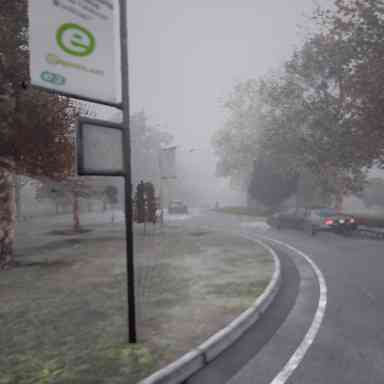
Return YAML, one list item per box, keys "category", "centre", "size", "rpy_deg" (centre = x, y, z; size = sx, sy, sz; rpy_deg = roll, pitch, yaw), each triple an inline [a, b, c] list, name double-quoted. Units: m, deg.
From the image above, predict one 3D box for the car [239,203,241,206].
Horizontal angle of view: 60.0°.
- category: "car"
  centre: [12.194, 3.902, 89.434]
  size: [2.150, 2.045, 5.566]
  rpy_deg: [-2, -5, 17]

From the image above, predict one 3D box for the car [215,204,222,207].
- category: "car"
  centre: [6.968, 3.817, 83.958]
  size: [1.812, 1.442, 4.674]
  rpy_deg: [-2, -5, 16]

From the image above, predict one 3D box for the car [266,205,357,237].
- category: "car"
  centre: [5.880, 1.371, 17.114]
  size: [2.033, 1.411, 5.357]
  rpy_deg: [-2, 0, -17]

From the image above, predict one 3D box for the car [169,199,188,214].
- category: "car"
  centre: [-1.494, 1.467, 35.923]
  size: [2.128, 1.511, 4.902]
  rpy_deg: [-2, 0, -2]

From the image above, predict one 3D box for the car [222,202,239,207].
- category: "car"
  centre: [9.295, 3.598, 79.356]
  size: [2.033, 1.411, 5.357]
  rpy_deg: [-2, -5, 16]

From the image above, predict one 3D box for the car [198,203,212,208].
- category: "car"
  centre: [2.736, 2.915, 69.138]
  size: [1.895, 1.301, 4.718]
  rpy_deg: [-2, -5, 16]
